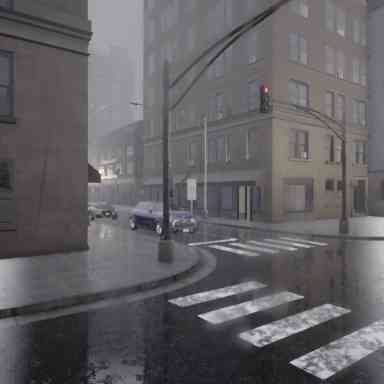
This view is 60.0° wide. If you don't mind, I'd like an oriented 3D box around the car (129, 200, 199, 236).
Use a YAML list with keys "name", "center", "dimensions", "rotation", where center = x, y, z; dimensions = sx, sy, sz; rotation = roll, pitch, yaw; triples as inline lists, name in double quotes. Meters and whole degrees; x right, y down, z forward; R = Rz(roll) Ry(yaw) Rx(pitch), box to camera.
- name: "car"
  center: [-1.595, 1.269, 17.998]
  dimensions: [2.097, 1.767, 4.553]
  rotation: [0, 0, -36]

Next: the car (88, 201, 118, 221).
- name: "car"
  center: [-7.390, 1.428, 26.105]
  dimensions: [1.994, 1.385, 4.181]
  rotation: [0, 0, -35]
